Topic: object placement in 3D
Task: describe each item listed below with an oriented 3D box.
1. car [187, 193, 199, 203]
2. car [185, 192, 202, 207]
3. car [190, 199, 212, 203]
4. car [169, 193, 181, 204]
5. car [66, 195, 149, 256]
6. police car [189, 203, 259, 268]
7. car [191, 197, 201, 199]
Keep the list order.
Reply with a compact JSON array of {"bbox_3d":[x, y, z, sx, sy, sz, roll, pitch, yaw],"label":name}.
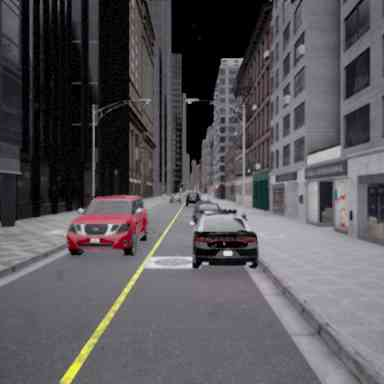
[{"bbox_3d":[0.241,1.073,61.609,2.097,1.767,4.553,0,0,0],"label":"car"},{"bbox_3d":[0.196,1.015,47.849,2.150,2.045,5.566,0,0,0],"label":"car"},{"bbox_3d":[0.981,1.419,21.109,1.837,1.490,4.892,0,0,0],"label":"car"},{"bbox_3d":[-2.839,1.269,57.373,1.812,1.442,4.674,0,0,1],"label":"car"},{"bbox_3d":[-3.050,1.167,13.246,2.150,2.045,5.566,0,0,0],"label":"car"},{"bbox_3d":[0.942,1.380,11.218,1.930,1.638,5.238,0,0,0],"label":"police car"},{"bbox_3d":[1.005,1.415,27.108,1.812,1.442,4.674,0,0,0],"label":"car"}]
